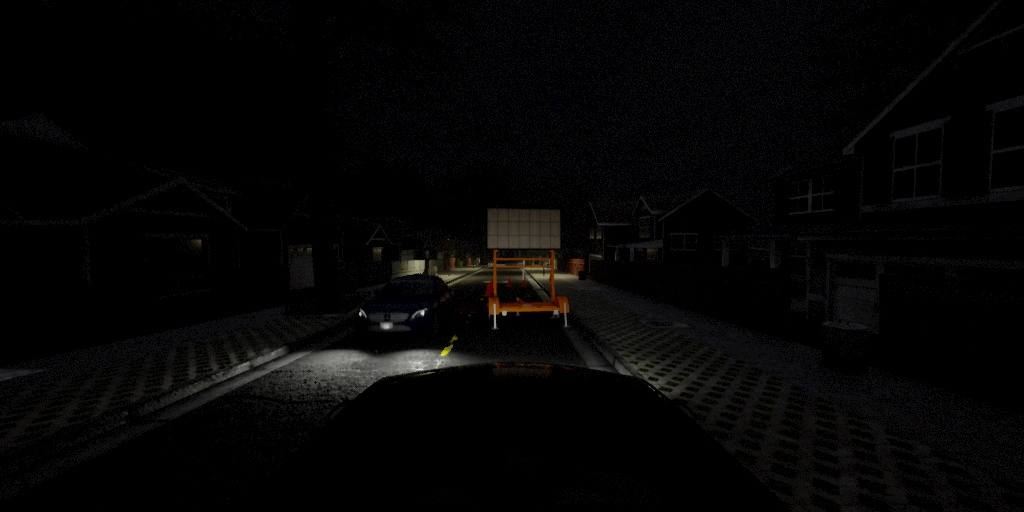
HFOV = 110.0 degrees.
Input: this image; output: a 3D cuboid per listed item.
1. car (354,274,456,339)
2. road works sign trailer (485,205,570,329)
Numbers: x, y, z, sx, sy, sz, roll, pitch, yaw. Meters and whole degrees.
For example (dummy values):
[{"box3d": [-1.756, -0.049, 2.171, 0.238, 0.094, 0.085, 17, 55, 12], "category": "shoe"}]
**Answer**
[{"box3d": [-2.756, 1.271, 10.210, 1.812, 1.442, 4.674, 0, 0, 0], "category": "car"}, {"box3d": [0.354, 0.209, 11.324, 2.380, 3.560, 2.880, 0, 0, -7], "category": "road works sign trailer"}]
